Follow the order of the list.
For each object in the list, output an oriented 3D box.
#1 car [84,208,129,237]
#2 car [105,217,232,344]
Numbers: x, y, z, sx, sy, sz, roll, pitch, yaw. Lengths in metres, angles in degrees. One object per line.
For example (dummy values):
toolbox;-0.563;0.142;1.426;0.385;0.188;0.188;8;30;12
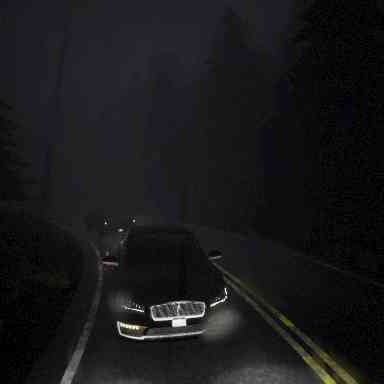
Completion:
car;-4.640;1.612;18.560;1.895;1.301;4.718;-3;1;-29
car;-0.647;1.495;6.820;1.837;1.490;4.892;-1;0;-11
